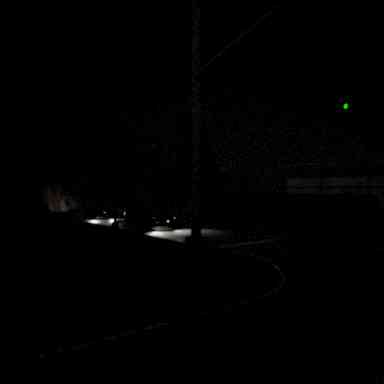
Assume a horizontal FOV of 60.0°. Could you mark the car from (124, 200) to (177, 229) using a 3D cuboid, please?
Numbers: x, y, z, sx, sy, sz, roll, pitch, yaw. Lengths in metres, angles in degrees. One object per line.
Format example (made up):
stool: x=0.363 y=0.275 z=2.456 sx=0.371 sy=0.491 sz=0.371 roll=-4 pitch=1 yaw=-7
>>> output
car: x=-2.849 y=1.509 z=21.860 sx=1.837 sy=1.490 sz=4.892 roll=0 pitch=0 yaw=-36

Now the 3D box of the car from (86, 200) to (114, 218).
car: x=-8.383 y=1.509 z=30.099 sx=1.837 sy=1.490 sz=4.892 roll=0 pitch=0 yaw=-26
